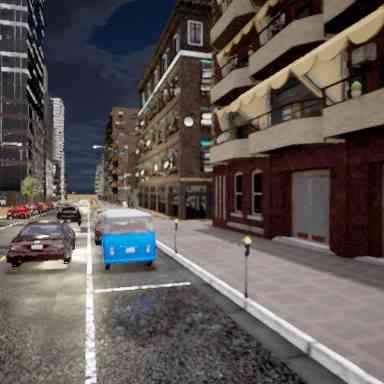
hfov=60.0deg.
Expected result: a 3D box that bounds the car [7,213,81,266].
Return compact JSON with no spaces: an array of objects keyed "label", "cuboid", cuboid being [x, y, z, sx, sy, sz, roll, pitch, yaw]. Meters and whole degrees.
[{"label":"car","cuboid":[-5.441,1.758,12.501,2.033,1.411,5.357,0,-1,-17]}]

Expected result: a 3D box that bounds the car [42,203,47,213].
[{"label":"car","cuboid":[-22.289,2.359,47.359,1.887,1.381,4.507,-1,-1,-17]}]

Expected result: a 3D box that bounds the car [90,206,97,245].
[{"label":"car","cuboid":[-4.089,1.718,17.111,1.967,1.590,4.097,-1,-1,-17]}]

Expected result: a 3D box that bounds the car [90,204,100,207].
[{"label":"car","cuboid":[-7.538,1.986,28.147,1.752,1.417,4.829,-1,-1,-17]}]

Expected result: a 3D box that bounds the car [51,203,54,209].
[{"label":"car","cuboid":[-25.689,2.548,58.236,1.887,1.381,4.507,-1,-1,-17]}]

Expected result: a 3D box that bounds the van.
[{"label":"van","cuboid":[-2.391,1.530,11.674,1.690,1.788,3.998,-1,-1,-17]}]

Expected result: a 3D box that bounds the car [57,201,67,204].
[{"label":"car","cuboid":[-23.869,2.545,61.301,2.128,1.511,4.902,0,-1,-17]}]

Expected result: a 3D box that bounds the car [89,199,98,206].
[{"label":"car","cuboid":[-17.736,2.543,60.770,1.752,1.417,4.829,-1,-1,-17]}]

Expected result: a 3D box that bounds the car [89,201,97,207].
[{"label":"car","cuboid":[-24.536,2.922,82.519,1.752,1.417,4.829,-1,-1,-17]}]

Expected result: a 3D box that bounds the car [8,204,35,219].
[{"label":"car","cuboid":[-18.889,2.173,36.485,1.887,1.381,4.507,-1,-1,-17]}]

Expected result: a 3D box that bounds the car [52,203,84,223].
[{"label":"car","cuboid":[-10.213,1.970,27.799,1.837,1.490,4.892,0,0,-17]}]

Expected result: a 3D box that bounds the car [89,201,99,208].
[{"label":"car","cuboid":[-21.085,2.749,71.482,1.887,1.381,4.507,-1,-1,-17]}]

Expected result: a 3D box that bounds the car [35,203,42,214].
[{"label":"car","cuboid":[-20.589,2.272,41.922,2.008,1.369,4.403,-1,-1,-17]}]

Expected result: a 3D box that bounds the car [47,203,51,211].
[{"label":"car","cuboid":[-23.939,2.431,52.635,1.752,1.417,4.829,-1,-1,-17]}]

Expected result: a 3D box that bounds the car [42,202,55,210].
[{"label":"car","cuboid":[-27.388,2.679,63.673,1.802,1.307,4.206,-1,-1,-17]}]
